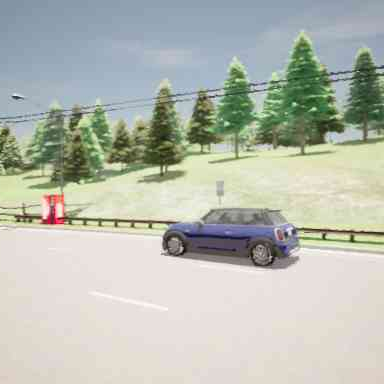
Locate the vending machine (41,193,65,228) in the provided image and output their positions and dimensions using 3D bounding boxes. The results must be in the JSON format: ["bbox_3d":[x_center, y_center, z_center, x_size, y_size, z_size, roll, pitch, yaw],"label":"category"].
[{"bbox_3d":[-8.805,1.143,21.068,0.880,2.100,1.100,0,0,23],"label":"vending machine"}]

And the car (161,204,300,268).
[{"bbox_3d":[1.165,1.278,11.217,4.553,1.767,2.097,0,0,32],"label":"car"}]
